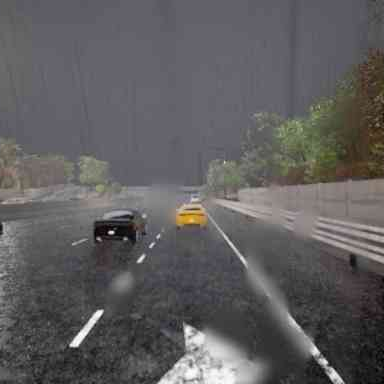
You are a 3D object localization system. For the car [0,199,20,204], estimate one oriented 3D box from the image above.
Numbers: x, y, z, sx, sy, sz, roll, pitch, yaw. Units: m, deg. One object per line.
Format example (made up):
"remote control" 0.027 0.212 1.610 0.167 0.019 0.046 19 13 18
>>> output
"car" -28.034 1.827 51.804 1.882 1.535 5.008 0 1 0

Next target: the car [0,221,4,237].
"car" -10.405 1.574 14.816 2.128 1.511 4.902 0 0 0

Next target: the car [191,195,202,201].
"car" 1.231 1.887 85.551 2.150 2.045 5.566 0 -1 11

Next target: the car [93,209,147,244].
"car" -3.406 1.572 16.532 1.882 1.535 5.008 0 0 0

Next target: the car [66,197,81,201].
"car" -21.042 1.758 58.867 2.097 1.767 4.553 0 0 0

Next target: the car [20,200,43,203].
"car" -24.527 1.911 52.138 1.994 1.385 4.181 0 0 0

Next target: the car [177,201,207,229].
"car" -0.009 1.613 22.889 1.882 1.535 5.008 0 0 0
